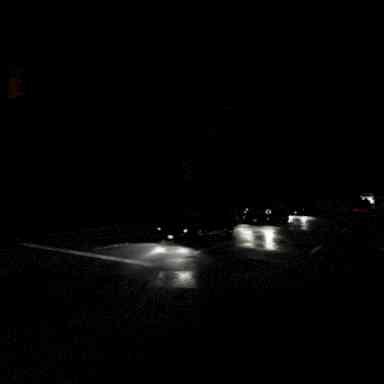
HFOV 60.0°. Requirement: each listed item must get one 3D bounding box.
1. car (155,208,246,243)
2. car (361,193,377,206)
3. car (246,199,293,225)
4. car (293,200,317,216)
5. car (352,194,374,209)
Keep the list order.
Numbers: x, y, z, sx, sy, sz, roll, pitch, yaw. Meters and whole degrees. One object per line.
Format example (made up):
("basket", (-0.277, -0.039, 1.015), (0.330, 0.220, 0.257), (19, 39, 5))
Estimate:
("car", (0.499, 1.486, 16.139), (2.033, 1.411, 5.357), (0, 0, 32))
("car", (27.674, 1.169, 52.323), (2.150, 2.045, 5.566), (0, 0, 32))
("car", (5.341, 1.287, 23.820), (2.097, 1.767, 4.553), (0, 0, 32))
("car", (10.860, 1.478, 32.565), (2.033, 1.411, 5.357), (0, 0, 33))
("car", (22.365, 1.442, 43.906), (2.128, 1.511, 4.902), (0, 0, 32))
